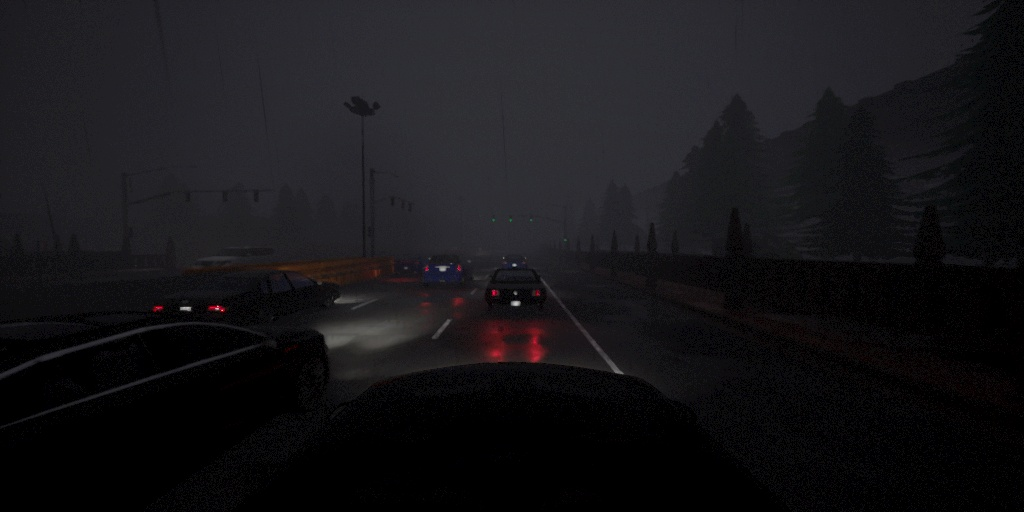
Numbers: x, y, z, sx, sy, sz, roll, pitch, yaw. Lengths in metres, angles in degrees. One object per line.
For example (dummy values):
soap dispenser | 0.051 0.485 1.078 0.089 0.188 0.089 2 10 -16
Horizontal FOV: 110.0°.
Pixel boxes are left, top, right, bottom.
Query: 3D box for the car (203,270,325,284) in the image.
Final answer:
car | -6.891 1.092 10.095 2.033 1.411 5.357 0 2 0

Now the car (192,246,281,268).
car | -17.465 0.362 23.191 2.150 2.045 5.566 0 2 1

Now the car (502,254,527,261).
car | 0.197 0.561 27.781 1.994 1.385 4.181 0 2 0

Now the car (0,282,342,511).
car | -3.400 1.219 2.992 2.128 1.511 4.902 0 1 0

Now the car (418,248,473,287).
car | -3.346 0.606 19.496 2.097 1.767 4.553 0 2 0

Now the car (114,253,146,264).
car | -39.930 0.261 36.217 4.674 1.442 1.812 0 2 0

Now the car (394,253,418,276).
car | -6.946 0.541 25.645 1.882 1.535 5.008 0 2 -2

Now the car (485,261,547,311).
car | 0.121 1.059 12.859 1.895 1.301 4.718 0 2 0
